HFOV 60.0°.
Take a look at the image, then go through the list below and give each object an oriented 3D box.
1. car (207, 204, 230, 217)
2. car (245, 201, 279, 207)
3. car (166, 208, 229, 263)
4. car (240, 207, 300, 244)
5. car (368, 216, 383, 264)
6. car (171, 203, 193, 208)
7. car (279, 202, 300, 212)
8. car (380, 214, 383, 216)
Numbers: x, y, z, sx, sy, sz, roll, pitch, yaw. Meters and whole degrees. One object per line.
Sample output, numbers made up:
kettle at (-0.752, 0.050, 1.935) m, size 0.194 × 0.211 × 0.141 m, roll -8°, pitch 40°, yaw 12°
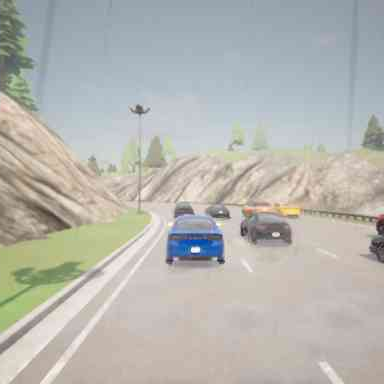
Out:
car at (2.453, 1.882, 33.323) m, size 1.994 × 1.385 × 4.181 m, roll 0°, pitch 0°, yaw -7°
car at (6.176, 1.651, 31.534) m, size 2.097 × 1.767 × 4.553 m, roll 0°, pitch -1°, yaw -6°
car at (0.099, 1.597, 12.448) m, size 1.882 × 1.535 × 5.008 m, roll 0°, pitch 0°, yaw 0°
car at (3.570, 1.684, 16.560) m, size 1.812 × 1.442 × 4.674 m, roll 0°, pitch 0°, yaw -1°
car at (7.102, 1.635, 9.189) m, size 2.033 × 1.411 × 5.357 m, roll 0°, pitch -1°, yaw 0°
car at (-0.948, 1.817, 32.502) m, size 1.837 × 1.490 × 4.892 m, roll 1°, pitch 0°, yaw -7°
car at (9.372, 1.805, 34.408) m, size 1.882 × 1.535 × 5.008 m, roll 0°, pitch 0°, yaw -7°
car at (10.594, 1.364, 14.837) m, size 2.150 × 2.045 × 5.566 m, roll 0°, pitch 0°, yaw 0°
